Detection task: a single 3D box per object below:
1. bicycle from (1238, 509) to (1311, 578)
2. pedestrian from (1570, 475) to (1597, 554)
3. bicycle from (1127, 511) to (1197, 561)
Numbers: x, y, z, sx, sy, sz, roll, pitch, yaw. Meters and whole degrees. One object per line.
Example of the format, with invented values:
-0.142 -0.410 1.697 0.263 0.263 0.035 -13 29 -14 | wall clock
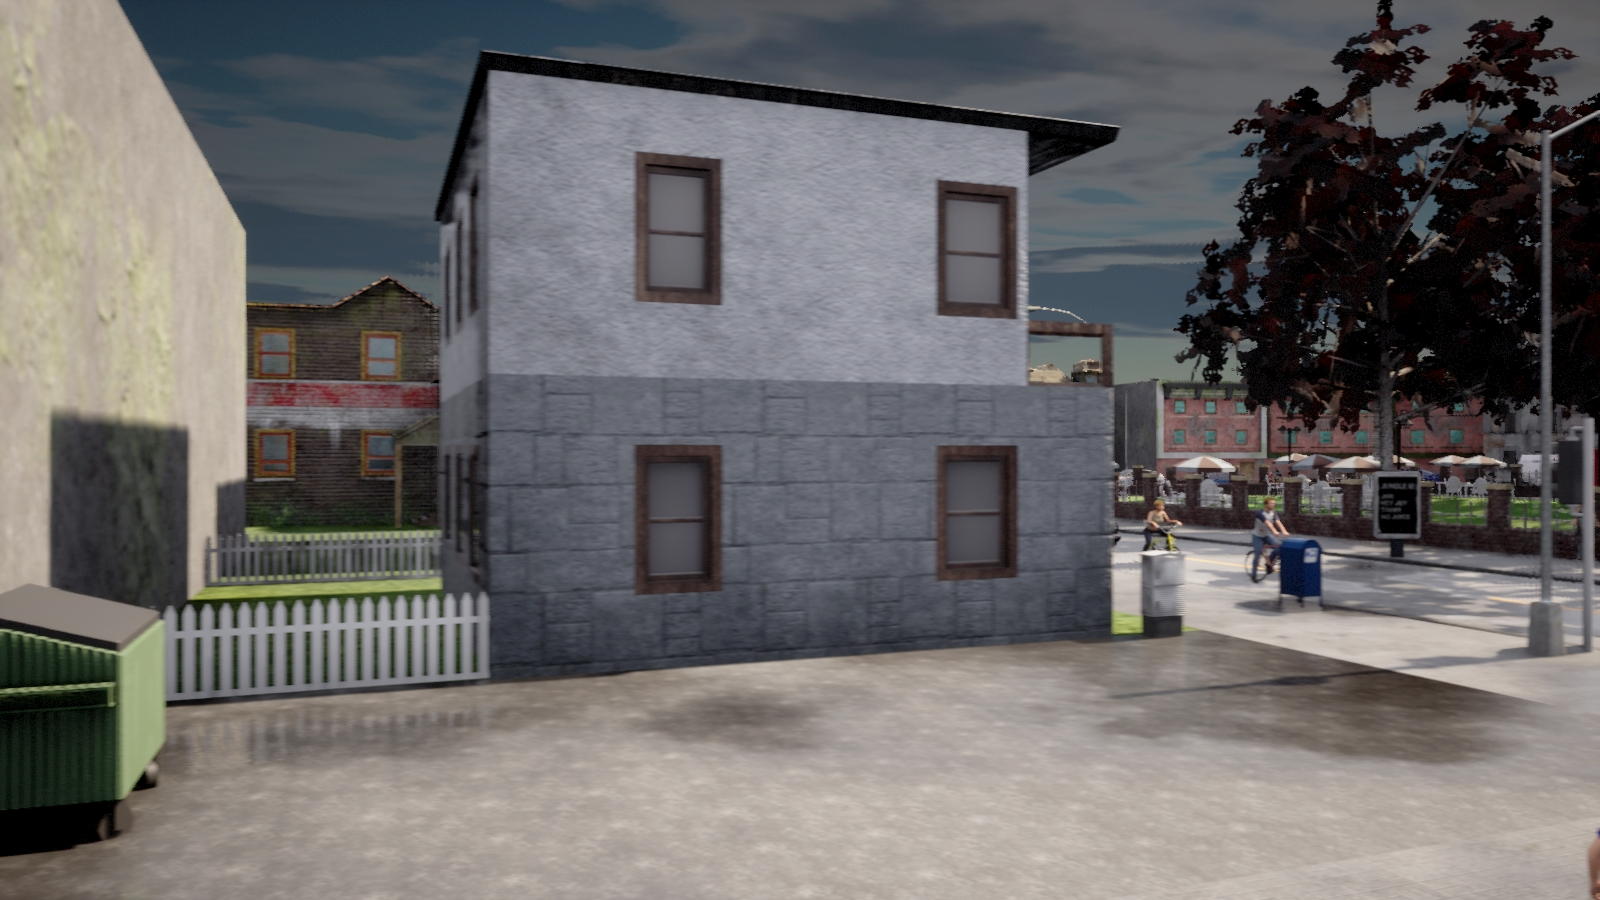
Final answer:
9.908 1.936 23.919 0.373 1.296 1.643 0 0 -21 | bicycle
18.680 1.525 27.236 0.375 1.860 0.375 0 0 -20 | pedestrian
8.654 2.036 27.345 0.859 1.080 1.487 0 0 -21 | bicycle
